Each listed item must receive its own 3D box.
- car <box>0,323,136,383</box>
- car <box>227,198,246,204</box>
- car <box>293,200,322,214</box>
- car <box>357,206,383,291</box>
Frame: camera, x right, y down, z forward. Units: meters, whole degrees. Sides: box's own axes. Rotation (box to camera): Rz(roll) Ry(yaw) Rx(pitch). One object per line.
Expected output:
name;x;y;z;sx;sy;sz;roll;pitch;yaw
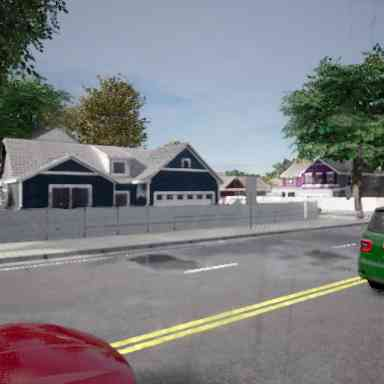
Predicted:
car;-2.659;1.468;1.544;5.008;1.535;1.882;0;0;-36
car;6.703;1.640;44.865;2.097;1.767;4.553;0;0;-31
car;11.884;1.700;36.717;1.882;1.535;5.008;0;0;-33
car;6.182;1.271;7.884;5.566;2.045;2.150;0;0;-35
